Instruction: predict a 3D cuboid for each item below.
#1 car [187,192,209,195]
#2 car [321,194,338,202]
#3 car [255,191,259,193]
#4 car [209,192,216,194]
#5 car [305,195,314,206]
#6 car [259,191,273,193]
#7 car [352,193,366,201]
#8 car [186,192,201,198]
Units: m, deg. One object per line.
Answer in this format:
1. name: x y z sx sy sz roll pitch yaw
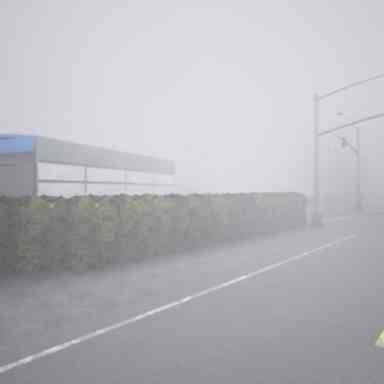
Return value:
1. car: 0.713 1.019 65.544 2.007 1.523 4.514 0 0 41
2. car: 24.499 1.041 59.419 1.970 1.475 3.806 0 0 41
3. car: 15.191 0.695 76.940 1.905 1.878 3.866 0 0 41
4. car: 5.523 0.772 85.320 2.152 1.636 5.027 0 0 41
5. car: 14.567 1.101 43.395 2.007 1.523 4.514 0 0 41
6. car: 17.657 0.713 75.348 1.932 1.855 4.605 0 0 41
7. car: 31.611 0.988 63.074 1.845 1.501 3.633 0 0 41
8. car: 0.462 0.853 89.279 1.970 1.475 3.806 0 0 41
